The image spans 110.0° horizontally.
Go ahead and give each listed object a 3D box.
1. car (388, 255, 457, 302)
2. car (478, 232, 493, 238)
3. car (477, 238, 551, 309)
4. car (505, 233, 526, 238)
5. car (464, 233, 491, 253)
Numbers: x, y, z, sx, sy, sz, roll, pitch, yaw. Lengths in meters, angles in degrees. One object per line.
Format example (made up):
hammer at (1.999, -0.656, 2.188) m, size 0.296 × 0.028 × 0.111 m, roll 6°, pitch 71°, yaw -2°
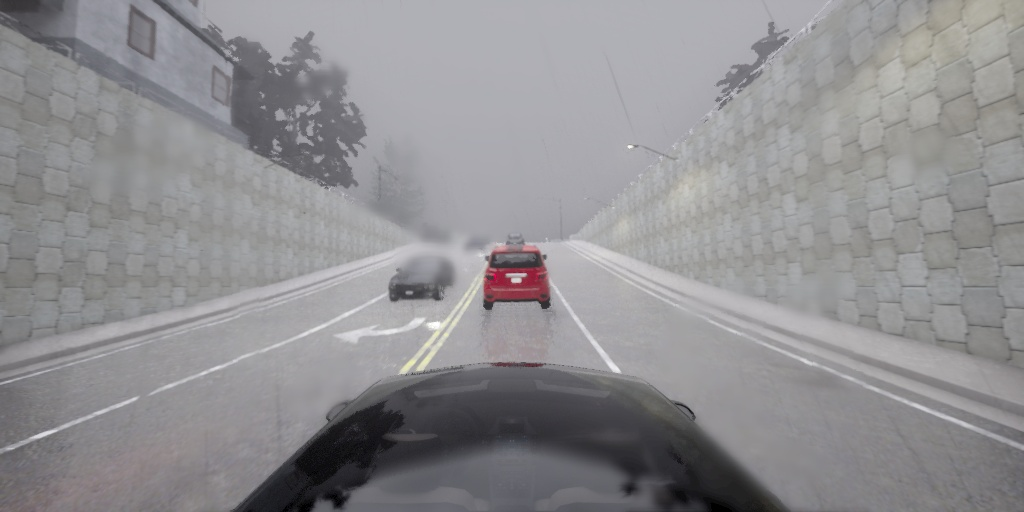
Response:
car at (-3.520, 0.782, 14.812) m, size 1.882 × 1.535 × 5.008 m, roll -1°, pitch 5°, yaw 1°
car at (-3.228, -2.031, 41.193) m, size 1.837 × 1.490 × 4.892 m, roll -1°, pitch 5°, yaw 1°
car at (0.156, 0.585, 13.282) m, size 2.150 × 2.045 × 5.566 m, roll -1°, pitch 5°, yaw 1°
car at (0.306, -1.595, 35.858) m, size 2.128 × 1.511 × 4.902 m, roll -1°, pitch 6°, yaw 1°
car at (-3.312, -1.126, 33.346) m, size 1.895 × 1.301 × 4.718 m, roll -1°, pitch 6°, yaw 1°
